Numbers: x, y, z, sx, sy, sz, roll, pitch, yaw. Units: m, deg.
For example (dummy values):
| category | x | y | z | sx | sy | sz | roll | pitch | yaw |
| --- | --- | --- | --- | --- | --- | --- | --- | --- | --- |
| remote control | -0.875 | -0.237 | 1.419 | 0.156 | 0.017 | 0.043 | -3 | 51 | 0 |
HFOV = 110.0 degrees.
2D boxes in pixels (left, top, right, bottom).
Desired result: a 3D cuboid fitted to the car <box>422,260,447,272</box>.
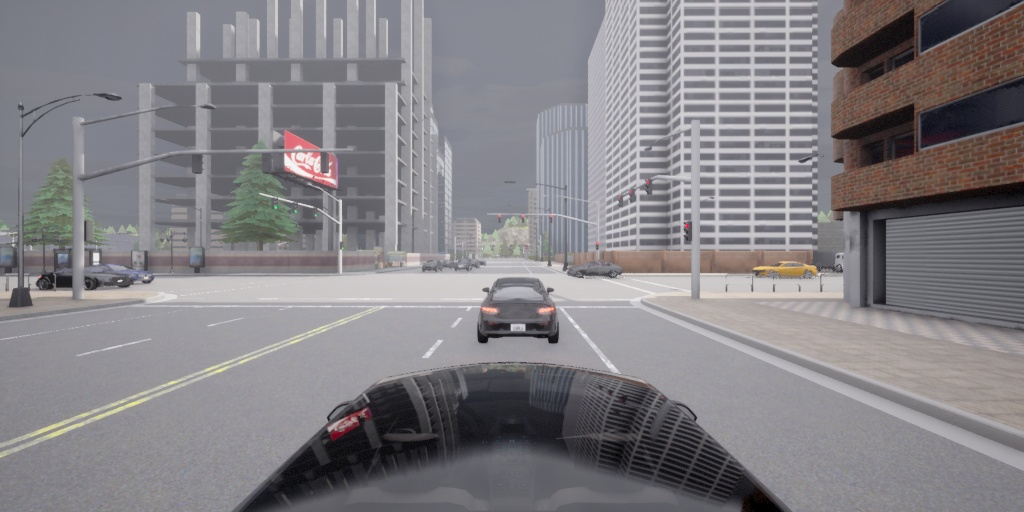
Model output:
| category | x | y | z | sx | sy | sz | roll | pitch | yaw |
| --- | --- | --- | --- | --- | --- | --- | --- | --- | --- |
| car | -10.073 | 1.255 | 45.653 | 1.837 | 1.490 | 4.892 | 0 | 0 | 1 |

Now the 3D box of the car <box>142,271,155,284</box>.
| category | x | y | z | sx | sy | sz | roll | pitch | yaw |
| --- | --- | --- | --- | --- | --- | --- | --- | --- | --- |
| car | -27.853 | 1.276 | 25.035 | 4.674 | 1.442 | 1.812 | 0 | 0 | 0 |

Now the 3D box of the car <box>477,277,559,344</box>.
| category | x | y | z | sx | sy | sz | roll | pitch | yaw |
| --- | --- | --- | --- | --- | --- | --- | --- | --- | --- |
| car | 0.161 | 1.276 | 9.513 | 1.812 | 1.442 | 4.674 | 0 | 0 | 1 |

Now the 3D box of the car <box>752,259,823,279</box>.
| category | x | y | z | sx | sy | sz | roll | pitch | yaw |
| --- | --- | --- | --- | --- | --- | --- | --- | --- | --- |
| car | 24.124 | 1.227 | 31.868 | 5.008 | 1.535 | 1.882 | 0 | 0 | 0 |

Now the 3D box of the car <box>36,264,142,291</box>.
| category | x | y | z | sx | sy | sz | roll | pitch | yaw |
| --- | --- | --- | --- | --- | --- | --- | --- | --- | --- |
| car | -25.501 | 1.314 | 21.518 | 4.181 | 1.385 | 1.994 | 0 | 0 | 0 |

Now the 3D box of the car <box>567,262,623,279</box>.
| category | x | y | z | sx | sy | sz | roll | pitch | yaw |
| --- | --- | --- | --- | --- | --- | --- | --- | --- | --- |
| car | 7.392 | 1.242 | 31.992 | 4.902 | 1.511 | 2.128 | 0 | 0 | 0 |

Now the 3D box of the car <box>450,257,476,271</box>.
| category | x | y | z | sx | sy | sz | roll | pitch | yaw |
| --- | --- | --- | --- | --- | --- | --- | --- | --- | --- |
| car | -6.533 | 1.241 | 48.558 | 2.128 | 1.511 | 4.902 | 0 | 0 | 1 |

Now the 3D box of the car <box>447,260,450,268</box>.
| category | x | y | z | sx | sy | sz | roll | pitch | yaw |
| --- | --- | --- | --- | --- | --- | --- | --- | --- | --- |
| car | -9.949 | 1.297 | 55.421 | 2.033 | 1.411 | 5.357 | 0 | 0 | 1 |

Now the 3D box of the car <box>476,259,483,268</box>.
| category | x | y | z | sx | sy | sz | roll | pitch | yaw |
| --- | --- | --- | --- | --- | --- | --- | --- | --- | --- |
| car | -6.393 | 1.255 | 58.962 | 1.837 | 1.490 | 4.892 | 0 | 0 | 1 |
